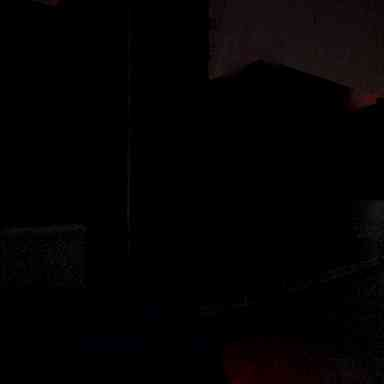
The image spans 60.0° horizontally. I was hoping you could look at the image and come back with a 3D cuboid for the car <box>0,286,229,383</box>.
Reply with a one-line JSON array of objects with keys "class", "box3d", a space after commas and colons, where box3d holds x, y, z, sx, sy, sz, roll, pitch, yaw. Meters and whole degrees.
[{"class": "car", "box3d": [-2.043, 1.481, 1.920, 5.008, 1.535, 1.882, 0, 0, -35]}]
